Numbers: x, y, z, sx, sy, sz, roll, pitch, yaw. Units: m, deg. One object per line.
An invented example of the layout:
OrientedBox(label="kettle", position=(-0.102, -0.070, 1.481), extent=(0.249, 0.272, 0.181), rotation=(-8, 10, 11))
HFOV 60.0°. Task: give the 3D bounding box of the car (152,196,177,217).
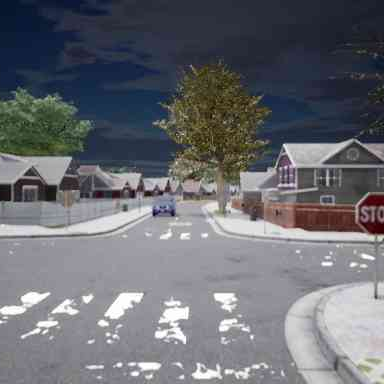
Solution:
OrientedBox(label="car", position=(-2.750, 1.405, 33.725), extent=(2.150, 2.045, 5.566), rotation=(0, 0, 0))

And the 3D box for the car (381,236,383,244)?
OrientedBox(label="car", position=(10.356, 1.694, 13.415), extent=(4.902, 1.511, 2.128), rotation=(1, 1, 0))
